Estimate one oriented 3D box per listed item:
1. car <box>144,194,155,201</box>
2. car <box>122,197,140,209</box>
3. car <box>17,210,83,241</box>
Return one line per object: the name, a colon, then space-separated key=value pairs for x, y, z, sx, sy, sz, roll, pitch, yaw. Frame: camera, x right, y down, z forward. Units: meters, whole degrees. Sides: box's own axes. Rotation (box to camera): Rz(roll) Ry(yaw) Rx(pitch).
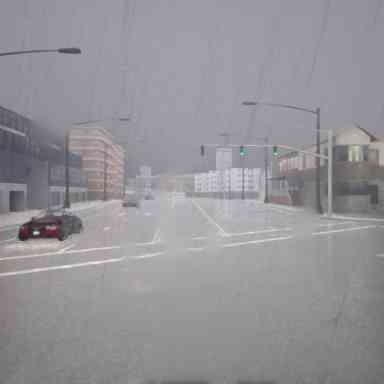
car: x=-8.650 y=1.093 z=68.694 sx=1.994 sy=1.385 sz=4.181 roll=0 pitch=0 yaw=-2
car: x=-7.802 y=1.414 z=42.977 sx=1.837 sy=1.490 sz=4.892 roll=0 pitch=2 yaw=-2
car: x=-6.935 y=1.617 z=16.691 sx=1.994 sy=1.385 sz=4.181 roll=0 pitch=0 yaw=-2
